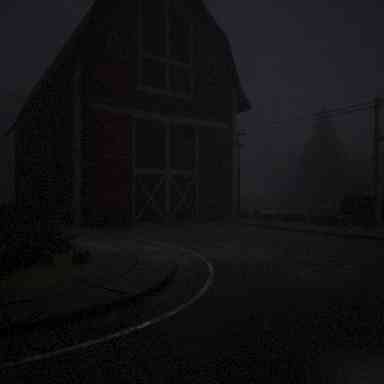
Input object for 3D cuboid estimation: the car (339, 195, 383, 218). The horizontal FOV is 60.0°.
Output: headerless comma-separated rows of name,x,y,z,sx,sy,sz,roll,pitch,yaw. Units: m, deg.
car,14.352,1.248,25.968,2.150,2.045,5.566,0,0,-36
